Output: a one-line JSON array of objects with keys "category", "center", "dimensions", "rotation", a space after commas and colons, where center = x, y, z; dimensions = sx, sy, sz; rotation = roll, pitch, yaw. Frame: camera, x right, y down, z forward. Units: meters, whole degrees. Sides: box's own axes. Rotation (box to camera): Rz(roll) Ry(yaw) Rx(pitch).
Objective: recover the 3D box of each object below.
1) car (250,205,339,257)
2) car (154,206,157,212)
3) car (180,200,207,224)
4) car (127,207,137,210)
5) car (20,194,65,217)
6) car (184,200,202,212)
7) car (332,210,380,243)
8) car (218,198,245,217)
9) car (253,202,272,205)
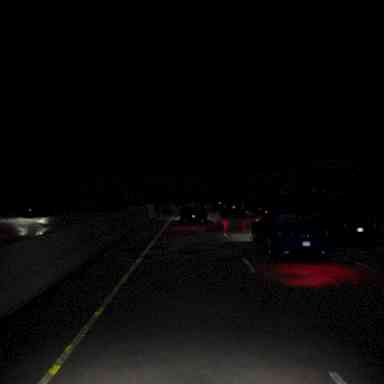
[{"category": "car", "center": [3.604, 1.479, 12.943], "dimensions": [1.882, 1.535, 5.008], "rotation": [0, 0, 0]}, {"category": "car", "center": [-6.980, 3.026, 56.597], "dimensions": [2.033, 1.411, 5.357], "rotation": [0, -6, 0]}, {"category": "car", "center": [0.107, 1.479, 24.613], "dimensions": [1.882, 1.535, 5.008], "rotation": [0, 0, 0]}, {"category": "car", "center": [-10.479, 3.364, 59.542], "dimensions": [1.812, 1.442, 4.674], "rotation": [0, -7, 0]}, {"category": "car", "center": [-14.075, 1.227, 31.718], "dimensions": [2.150, 2.045, 5.566], "rotation": [0, 0, 0]}, {"category": "car", "center": [0.114, 1.814, 42.417], "dimensions": [2.128, 1.511, 4.902], "rotation": [0, -3, 0]}, {"category": "car", "center": [7.106, 1.565, 16.061], "dimensions": [1.994, 1.385, 4.181], "rotation": [0, 0, 0]}, {"category": "car", "center": [3.610, 1.358, 30.952], "dimensions": [2.097, 1.767, 4.553], "rotation": [0, 0, 0]}, {"category": "car", "center": [7.110, 1.633, 33.785], "dimensions": [1.895, 1.301, 4.718], "rotation": [0, -1, 0]}]
